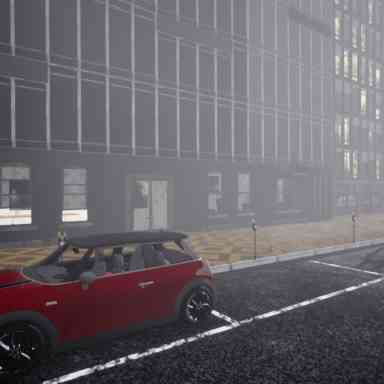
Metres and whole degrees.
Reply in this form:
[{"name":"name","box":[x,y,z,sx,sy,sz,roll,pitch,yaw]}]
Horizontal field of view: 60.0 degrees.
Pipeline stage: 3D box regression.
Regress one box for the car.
[{"name":"car","box":[-1.626,1.440,5.405,4.097,1.590,1.967,0,0,-35]}]
